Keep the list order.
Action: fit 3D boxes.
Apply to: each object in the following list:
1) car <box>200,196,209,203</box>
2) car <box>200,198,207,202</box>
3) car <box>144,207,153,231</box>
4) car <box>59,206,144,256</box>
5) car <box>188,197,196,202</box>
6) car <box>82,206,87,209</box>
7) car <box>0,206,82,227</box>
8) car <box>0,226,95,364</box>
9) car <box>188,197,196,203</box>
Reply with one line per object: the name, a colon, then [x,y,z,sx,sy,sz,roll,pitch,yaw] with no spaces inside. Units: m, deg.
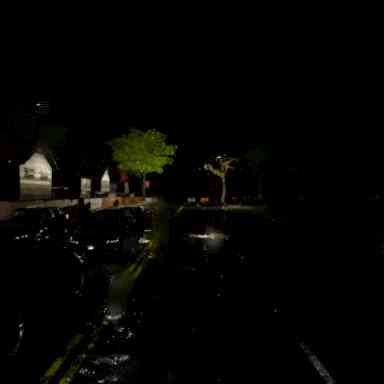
car: [3.196,1.835,81.724,1.882,1.535,5.008,0,-1,0]
car: [3.174,2.177,91.221,1.895,1.301,4.718,0,-1,0]
car: [-3.294,1.504,18.354,2.033,1.411,5.357,0,0,1]
car: [-3.260,1.507,13.048,1.837,1.490,4.892,0,1,-1]
car: [-0.076,2.122,91.186,2.033,1.411,5.357,0,-1,0]
car: [-6.549,1.511,18.019,1.812,1.442,4.674,0,2,0]
car: [-6.501,1.384,13.572,2.128,1.511,4.902,0,4,0]
car: [-3.337,1.546,5.658,1.994,1.385,4.181,0,0,1]
car: [-0.055,2.058,80.898,1.895,1.301,4.718,0,-1,0]
